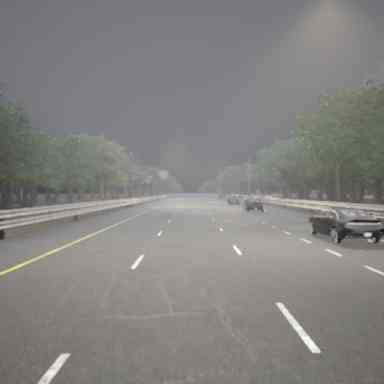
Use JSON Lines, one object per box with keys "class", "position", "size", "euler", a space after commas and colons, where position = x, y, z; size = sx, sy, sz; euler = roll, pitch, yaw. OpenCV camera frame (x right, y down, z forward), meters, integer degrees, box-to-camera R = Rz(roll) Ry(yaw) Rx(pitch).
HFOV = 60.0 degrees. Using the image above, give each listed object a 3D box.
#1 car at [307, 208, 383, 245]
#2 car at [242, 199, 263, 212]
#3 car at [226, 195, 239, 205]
{"class": "car", "position": [7.006, 1.499, 15.676], "size": [2.128, 1.511, 4.902], "euler": [0, 0, 0]}
{"class": "car", "position": [7.017, 1.566, 38.663], "size": [1.837, 1.490, 4.892], "euler": [0, 0, 0]}
{"class": "car", "position": [7.027, 1.513, 57.628], "size": [2.128, 1.511, 4.902], "euler": [0, 0, 0]}
